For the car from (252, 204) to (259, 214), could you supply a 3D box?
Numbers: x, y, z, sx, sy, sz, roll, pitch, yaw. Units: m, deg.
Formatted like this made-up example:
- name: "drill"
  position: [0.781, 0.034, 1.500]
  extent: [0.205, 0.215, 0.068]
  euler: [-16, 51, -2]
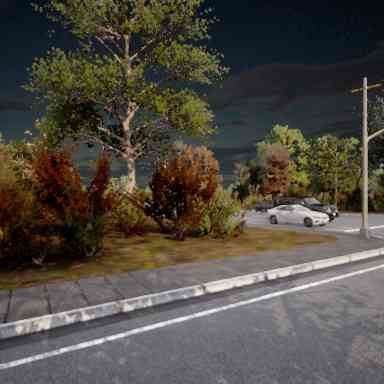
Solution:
- name: "car"
  position: [8.910, 1.768, 38.572]
  extent: [1.837, 1.490, 4.892]
  euler: [1, -2, -41]

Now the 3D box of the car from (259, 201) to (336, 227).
- name: "car"
  position: [7.359, 1.632, 23.648]
  extent: [1.812, 1.442, 4.674]
  euler: [0, -1, -38]

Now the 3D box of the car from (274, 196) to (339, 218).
- name: "car"
  position: [9.041, 1.353, 27.243]
  extent: [2.150, 2.045, 5.566]
  euler: [0, -1, -37]

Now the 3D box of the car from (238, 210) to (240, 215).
- name: "car"
  position: [2.807, 1.625, 34.512]
  extent: [2.097, 1.767, 4.553]
  euler: [0, -1, -42]
